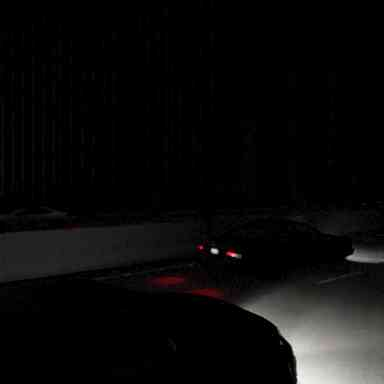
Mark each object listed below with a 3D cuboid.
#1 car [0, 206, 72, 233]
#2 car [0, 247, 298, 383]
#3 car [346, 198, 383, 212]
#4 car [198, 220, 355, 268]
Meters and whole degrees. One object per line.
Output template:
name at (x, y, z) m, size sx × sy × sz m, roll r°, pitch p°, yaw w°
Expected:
car at (-9.256, 1.517, 18.873) m, size 4.674 × 1.442 × 1.812 m, roll 0°, pitch 0°, yaw -35°
car at (-0.949, 1.563, 3.042) m, size 4.181 × 1.385 × 1.994 m, roll 0°, pitch 0°, yaw -36°
car at (14.430, 1.503, 27.052) m, size 4.902 × 1.511 × 2.128 m, roll 0°, pitch 0°, yaw -35°
car at (2.616, 1.549, 9.879) m, size 5.357 × 1.411 × 2.033 m, roll 0°, pitch 0°, yaw -35°
